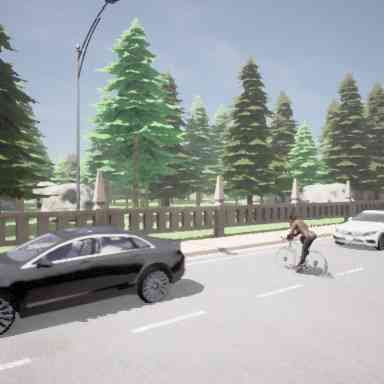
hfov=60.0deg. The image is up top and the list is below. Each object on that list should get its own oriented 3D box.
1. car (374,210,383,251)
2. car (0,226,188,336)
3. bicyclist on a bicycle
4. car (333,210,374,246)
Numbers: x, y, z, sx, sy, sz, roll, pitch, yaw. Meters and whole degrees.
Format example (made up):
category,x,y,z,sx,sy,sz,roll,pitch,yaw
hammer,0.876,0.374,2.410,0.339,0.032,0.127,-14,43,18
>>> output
category,x,y,z,sx,sy,sz,roll,pitch,yaw
car,7.483,1.352,9.589,4.553,1.767,2.097,0,0,-37
car,-2.382,1.491,6.600,4.902,1.511,2.128,0,0,-37
bicyclist on a bicycle,2.979,1.455,9.235,0.582,1.620,1.656,0,-2,-37
car,7.984,1.526,14.306,4.674,1.442,1.812,0,0,-37
